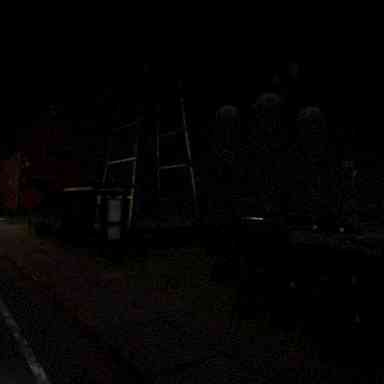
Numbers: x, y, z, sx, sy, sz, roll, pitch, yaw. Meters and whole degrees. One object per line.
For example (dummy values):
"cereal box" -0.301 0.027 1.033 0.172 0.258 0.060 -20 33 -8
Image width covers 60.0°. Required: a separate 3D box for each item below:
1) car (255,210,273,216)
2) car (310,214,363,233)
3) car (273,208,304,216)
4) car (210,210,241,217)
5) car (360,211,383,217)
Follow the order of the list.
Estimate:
"car" 13.115 3.756 56.678 5.357 1.411 2.033 3 -2 -37
"car" 12.712 2.836 29.774 1.784 1.438 3.905 3 -2 -37
"car" 14.236 3.262 47.913 1.905 1.878 3.866 3 -2 -37
"car" 3.910 2.906 39.232 1.816 1.474 4.193 3 -2 -37
"car" 33.387 4.404 62.675 2.242 1.667 4.611 3 -2 -37
